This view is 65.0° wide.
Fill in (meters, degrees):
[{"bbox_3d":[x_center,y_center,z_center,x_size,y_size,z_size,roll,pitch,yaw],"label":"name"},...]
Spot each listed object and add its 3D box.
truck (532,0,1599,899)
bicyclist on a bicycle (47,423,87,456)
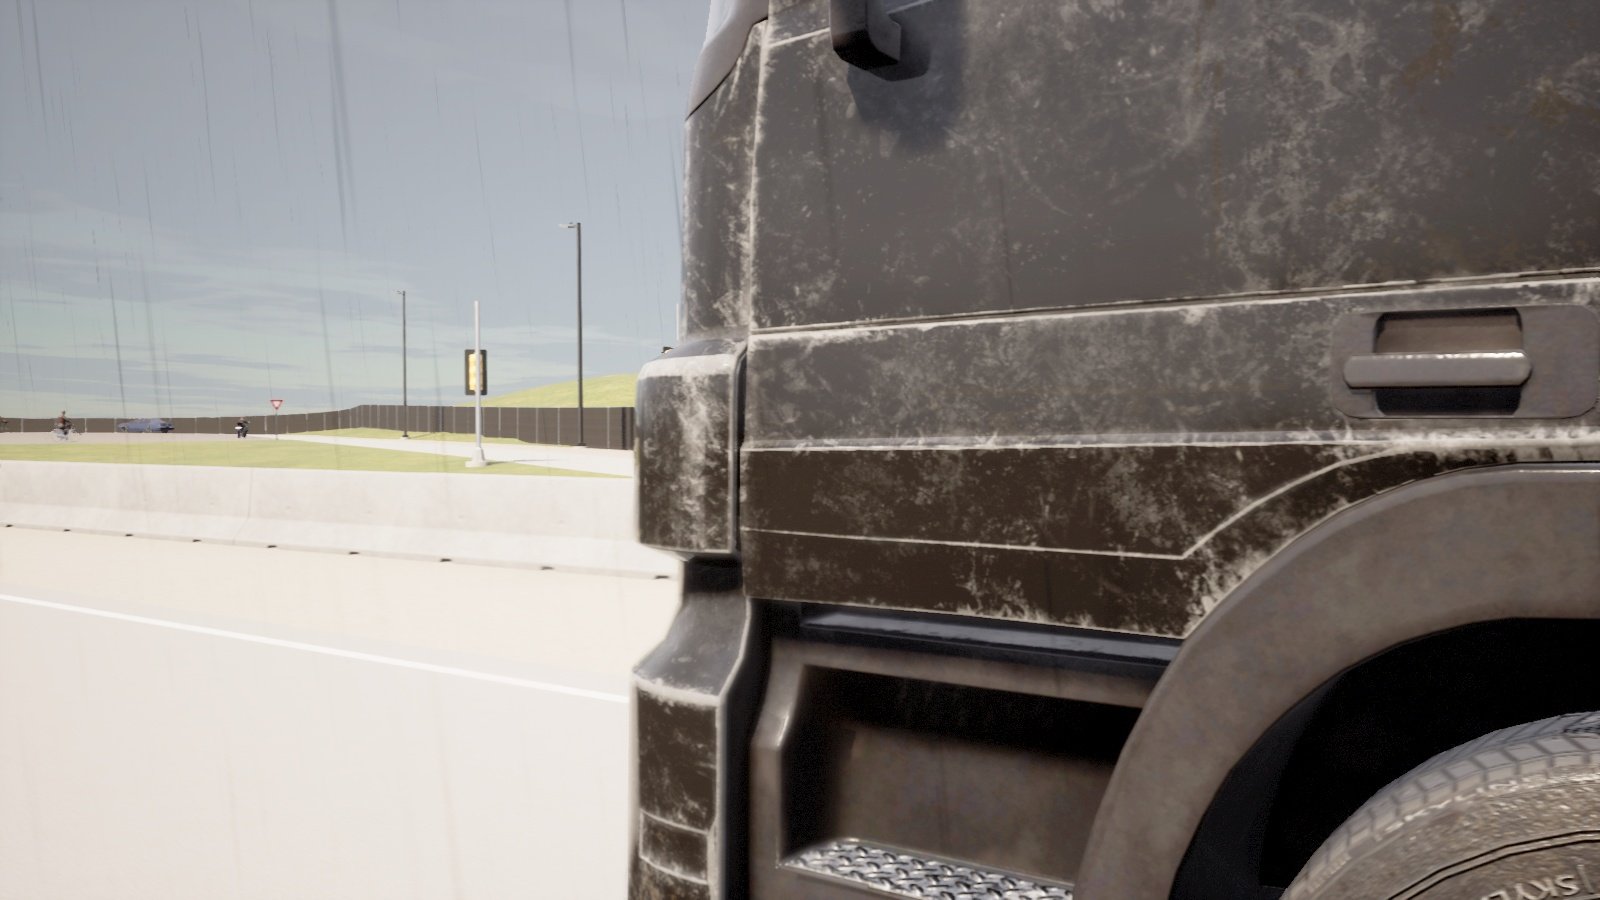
[{"bbox_3d":[3.647,-0.300,1.181,7.936,3.462,2.891,0,1,34],"label":"truck"},{"bbox_3d":[-40.594,-0.571,69.602,0.659,1.776,1.843,-1,1,21],"label":"bicyclist on a bicycle"}]
